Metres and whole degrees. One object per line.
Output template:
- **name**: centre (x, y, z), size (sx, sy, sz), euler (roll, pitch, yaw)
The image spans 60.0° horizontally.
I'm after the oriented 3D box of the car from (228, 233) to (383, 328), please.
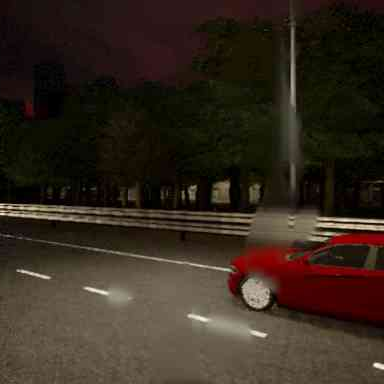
- **car**: centre (3.032, 1.495, 6.004), size (5.008, 1.535, 1.882), euler (0, 0, 35)
